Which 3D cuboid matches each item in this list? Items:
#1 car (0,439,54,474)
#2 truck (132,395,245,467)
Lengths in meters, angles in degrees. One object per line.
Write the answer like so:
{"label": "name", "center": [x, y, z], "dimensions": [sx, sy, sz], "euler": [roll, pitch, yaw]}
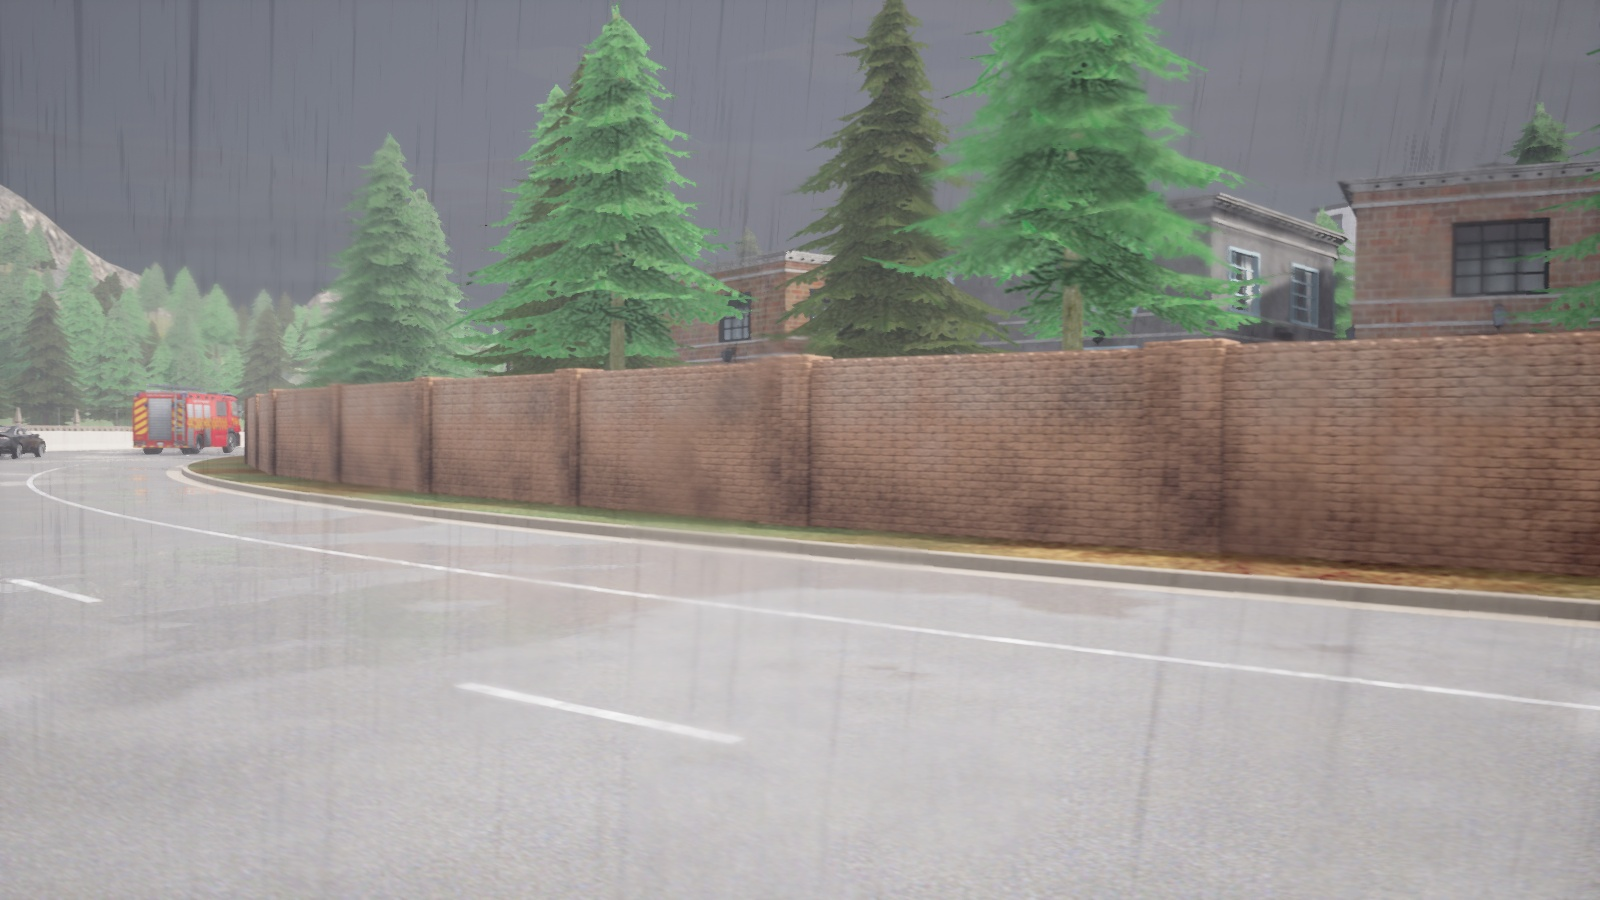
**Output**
{"label": "car", "center": [-35.736, 0.254, 56.734], "dimensions": [2.128, 1.511, 4.902], "euler": [-1, 1, -14]}
{"label": "truck", "center": [-34.627, -1.070, 71.512], "dimensions": [2.891, 3.827, 8.468], "euler": [-1, 1, -5]}
